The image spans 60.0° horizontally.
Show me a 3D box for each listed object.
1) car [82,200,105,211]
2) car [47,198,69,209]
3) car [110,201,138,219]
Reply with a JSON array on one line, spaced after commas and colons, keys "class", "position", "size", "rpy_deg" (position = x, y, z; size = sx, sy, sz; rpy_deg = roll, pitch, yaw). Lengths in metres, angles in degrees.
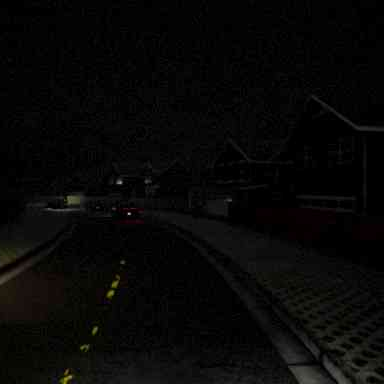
[{"class": "car", "position": [-12.687, 1.651, 42.545], "size": [1.895, 1.301, 4.718], "rpy_deg": [0, 0, -32]}, {"class": "car", "position": [-18.733, 1.600, 46.204], "size": [1.812, 1.442, 4.674], "rpy_deg": [0, 0, -37]}, {"class": "car", "position": [-6.035, 1.534, 29.472], "size": [1.837, 1.490, 4.892], "rpy_deg": [0, 0, -22]}]
